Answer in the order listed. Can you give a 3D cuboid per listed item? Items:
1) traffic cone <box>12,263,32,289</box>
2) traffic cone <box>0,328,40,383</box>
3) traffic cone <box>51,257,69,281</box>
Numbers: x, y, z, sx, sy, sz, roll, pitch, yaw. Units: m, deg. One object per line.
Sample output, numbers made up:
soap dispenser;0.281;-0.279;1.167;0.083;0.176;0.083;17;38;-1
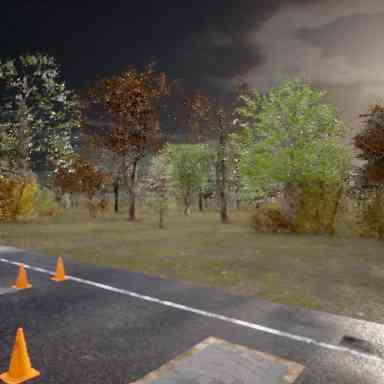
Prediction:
traffic cone;-4.143;2.023;8.134;0.340;0.580;0.340;0;-1;37
traffic cone;-2.139;1.992;4.136;0.340;0.580;0.340;0;-1;37
traffic cone;-3.544;2.037;8.935;0.340;0.580;0.340;0;-1;37
